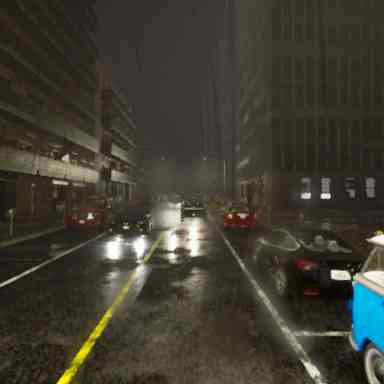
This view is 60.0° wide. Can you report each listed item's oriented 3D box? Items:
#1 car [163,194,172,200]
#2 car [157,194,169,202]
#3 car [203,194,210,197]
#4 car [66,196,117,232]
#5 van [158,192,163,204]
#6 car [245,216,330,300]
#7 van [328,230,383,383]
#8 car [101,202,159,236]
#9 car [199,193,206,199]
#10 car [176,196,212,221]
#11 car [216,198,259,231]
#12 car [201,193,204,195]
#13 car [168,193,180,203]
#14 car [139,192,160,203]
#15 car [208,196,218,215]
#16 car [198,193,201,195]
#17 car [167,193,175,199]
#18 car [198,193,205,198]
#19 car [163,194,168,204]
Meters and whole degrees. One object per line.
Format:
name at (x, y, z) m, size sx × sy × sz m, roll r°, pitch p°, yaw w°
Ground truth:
car at (-5.618, 1.085, 76.578) m, size 1.887 × 1.381 × 4.507 m, roll 1°, pitch 0°, yaw 0°
car at (-5.626, 1.133, 65.013) m, size 1.752 × 1.417 × 4.829 m, roll 1°, pitch 0°, yaw 0°
car at (2.703, 1.295, 42.262) m, size 2.008 × 1.369 × 4.403 m, roll 1°, pitch 0°, yaw 0°
car at (-5.655, 1.196, 19.601) m, size 2.192 × 1.841 × 5.009 m, roll 1°, pitch 0°, yaw 0°
van at (-5.635, 1.050, 48.090) m, size 1.690 × 1.788 × 3.998 m, roll 1°, pitch 0°, yaw 0°
car at (2.678, 1.517, 8.075) m, size 1.947 × 1.339 × 4.313 m, roll 1°, pitch 0°, yaw 0°
van at (2.679, 1.326, 2.377) m, size 1.690 × 1.788 × 3.998 m, roll 1°, pitch 0°, yaw 0°
car at (-3.085, 1.457, 17.527) m, size 1.994 × 1.385 × 4.181 m, roll 0°, pitch 0°, yaw 0°
car at (2.737, 1.020, 87.843) m, size 1.887 × 1.381 × 4.507 m, roll 1°, pitch 0°, yaw 0°
car at (0.120, 1.340, 25.075) m, size 2.128 × 1.511 × 4.902 m, roll 0°, pitch 0°, yaw 0°
car at (2.689, 1.322, 19.471) m, size 1.967 × 1.590 × 4.097 m, roll 1°, pitch 0°, yaw 0°
car at (2.712, 1.199, 53.827) m, size 1.752 × 1.417 × 4.829 m, roll 1°, pitch 0°, yaw 0°
car at (-2.992, 1.242, 59.219) m, size 1.895 × 1.301 × 4.718 m, roll 0°, pitch 0°, yaw 1°
car at (-5.641, 1.184, 42.393) m, size 1.967 × 1.590 × 4.097 m, roll 1°, pitch 0°, yaw 0°
car at (2.696, 1.337, 31.036) m, size 1.752 × 1.417 × 4.829 m, roll 1°, pitch 0°, yaw 0°
car at (2.732, 1.090, 82.145) m, size 1.802 × 1.307 × 4.206 m, roll 1°, pitch 0°, yaw 0°
car at (-5.610, 1.001, 87.804) m, size 1.752 × 1.417 × 4.829 m, roll 1°, pitch 0°, yaw 0°
car at (2.741, 0.967, 93.712) m, size 1.752 × 1.417 × 4.829 m, roll 1°, pitch 0°, yaw 0°
car at (-5.630, 0.989, 53.787) m, size 2.192 × 1.841 × 5.009 m, roll 1°, pitch 0°, yaw 0°
